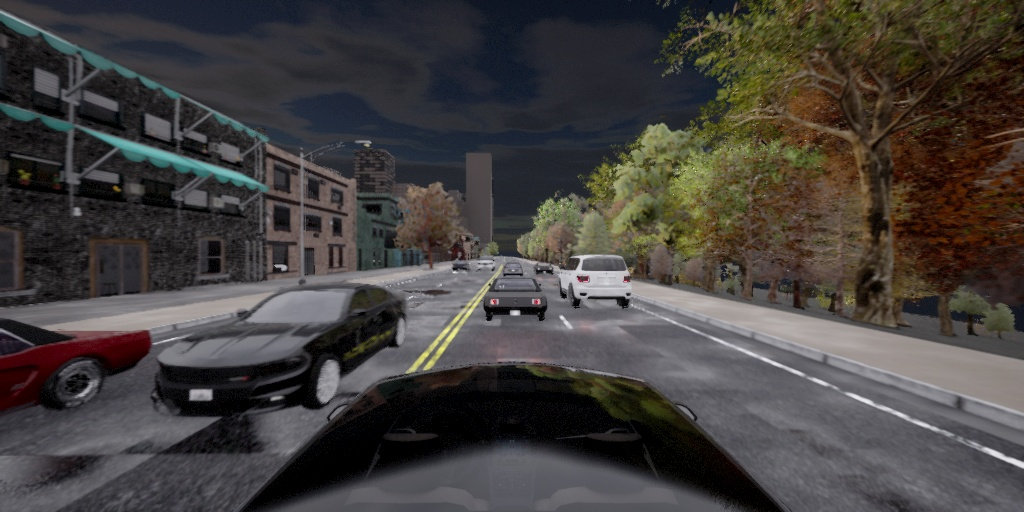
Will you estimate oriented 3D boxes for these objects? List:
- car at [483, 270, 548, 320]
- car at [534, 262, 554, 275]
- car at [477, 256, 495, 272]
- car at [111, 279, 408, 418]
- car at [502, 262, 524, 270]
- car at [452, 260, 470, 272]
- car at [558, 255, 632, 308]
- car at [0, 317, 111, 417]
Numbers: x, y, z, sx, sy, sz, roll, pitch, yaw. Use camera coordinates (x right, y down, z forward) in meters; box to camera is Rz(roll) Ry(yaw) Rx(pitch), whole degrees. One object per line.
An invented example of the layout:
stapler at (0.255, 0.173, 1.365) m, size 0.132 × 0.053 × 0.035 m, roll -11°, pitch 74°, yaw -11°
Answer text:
car at (0.099, 1.349, 12.551) m, size 1.895 × 1.301 × 4.718 m, roll 0°, pitch 0°, yaw 0°
car at (3.348, 1.344, 38.965) m, size 1.895 × 1.301 × 4.718 m, roll 0°, pitch 0°, yaw 0°
car at (-3.377, 0.961, 47.212) m, size 2.150 × 2.045 × 5.566 m, roll 0°, pitch 0°, yaw 0°
car at (-3.352, 1.227, 6.361) m, size 1.882 × 1.535 × 5.008 m, roll 0°, pitch 0°, yaw 0°
car at (0.097, 1.291, 33.067) m, size 2.033 × 1.411 × 5.357 m, roll 0°, pitch 0°, yaw 0°
car at (-6.620, 1.289, 47.198) m, size 2.033 × 1.411 × 5.357 m, roll 0°, pitch 0°, yaw 0°
car at (3.349, 0.969, 15.362) m, size 2.150 × 2.045 × 5.566 m, roll 0°, pitch 0°, yaw 0°
car at (-6.601, 1.350, 3.372) m, size 1.895 × 1.301 × 4.718 m, roll 0°, pitch 0°, yaw 0°
